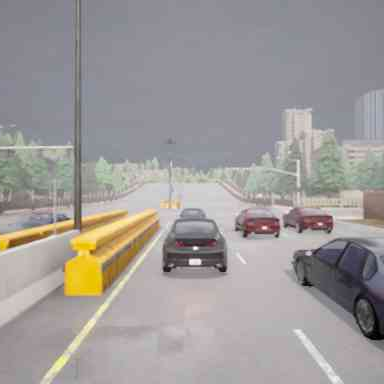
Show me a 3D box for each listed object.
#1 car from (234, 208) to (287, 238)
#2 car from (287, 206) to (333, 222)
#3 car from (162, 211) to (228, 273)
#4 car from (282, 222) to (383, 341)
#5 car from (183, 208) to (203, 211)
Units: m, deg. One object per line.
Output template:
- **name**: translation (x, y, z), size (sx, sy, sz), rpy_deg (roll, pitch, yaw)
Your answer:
- **car**: translation (3.564, 1.626, 18.807), size (1.882, 1.535, 5.008), rpy_deg (0, 0, 0)
- **car**: translation (7.060, 1.641, 20.800), size (1.882, 1.535, 5.008), rpy_deg (0, 0, 0)
- **car**: translation (0.082, 1.591, 10.987), size (1.837, 1.490, 4.892), rpy_deg (0, -1, 0)
- **car**: translation (3.587, 1.600, 6.542), size (2.033, 1.411, 5.357), rpy_deg (0, 0, -1)
- **car**: translation (0.059, 1.715, 21.263), size (2.033, 1.411, 5.357), rpy_deg (0, 0, 0)
